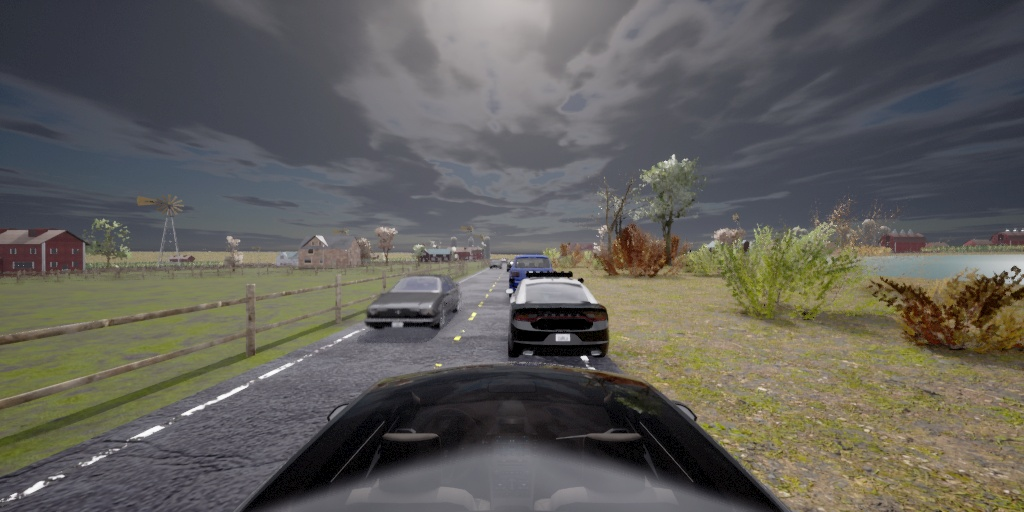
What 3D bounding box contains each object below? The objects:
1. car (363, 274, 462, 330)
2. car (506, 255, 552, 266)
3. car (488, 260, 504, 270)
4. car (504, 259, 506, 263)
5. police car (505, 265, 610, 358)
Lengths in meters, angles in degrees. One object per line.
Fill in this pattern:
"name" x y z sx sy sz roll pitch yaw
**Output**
"car" -2.784 1.297 11.424 2.033 1.411 5.357 0 0 0
"car" 0.943 0.974 18.557 2.150 2.045 5.566 0 0 0
"car" -2.481 1.288 54.594 1.837 1.490 4.892 0 0 0
"car" 0.333 1.334 46.315 1.994 1.385 4.181 0 0 2
"police car" 0.876 1.174 8.638 1.930 1.638 5.238 0 0 0
